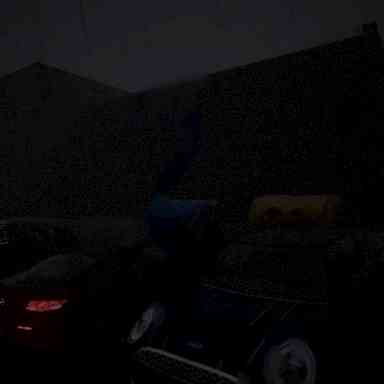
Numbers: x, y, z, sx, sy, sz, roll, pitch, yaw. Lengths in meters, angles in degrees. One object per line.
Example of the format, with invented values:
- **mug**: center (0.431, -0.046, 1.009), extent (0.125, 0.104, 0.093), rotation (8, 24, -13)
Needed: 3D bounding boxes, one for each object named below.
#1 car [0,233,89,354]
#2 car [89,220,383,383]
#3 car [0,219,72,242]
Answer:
- **car**: center (-1.145, 1.552, 6.169), extent (2.002, 1.452, 4.674), rotation (-1, 0, 35)
- **car**: center (1.211, 1.365, 4.531), extent (2.185, 1.767, 4.553), rotation (-1, 0, 35)
- **car**: center (-5.663, 1.559, 9.403), extent (2.231, 1.521, 4.892), rotation (-1, 0, 35)
